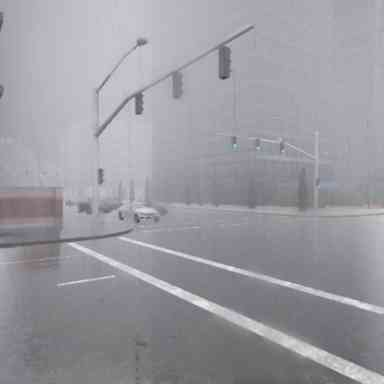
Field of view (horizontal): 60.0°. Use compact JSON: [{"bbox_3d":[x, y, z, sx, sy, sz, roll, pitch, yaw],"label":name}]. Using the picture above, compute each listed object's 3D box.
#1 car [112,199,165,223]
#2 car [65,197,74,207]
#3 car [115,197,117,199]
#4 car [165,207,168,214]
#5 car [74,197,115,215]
[{"bbox_3d":[-4.242,1.522,25.941,1.812,1.442,4.674,0,0,-36],"label":"car"},{"bbox_3d":[-18.006,1.521,51.175,1.812,1.442,4.674,0,0,-36],"label":"car"},{"bbox_3d":[-9.741,1.347,39.611,2.097,1.767,4.553,0,0,-36],"label":"car"},{"bbox_3d":[-4.356,1.543,32.103,2.033,1.411,5.357,0,0,-36],"label":"car"},{"bbox_3d":[-10.027,1.348,34.007,2.097,1.767,4.553,0,0,-36],"label":"car"}]
